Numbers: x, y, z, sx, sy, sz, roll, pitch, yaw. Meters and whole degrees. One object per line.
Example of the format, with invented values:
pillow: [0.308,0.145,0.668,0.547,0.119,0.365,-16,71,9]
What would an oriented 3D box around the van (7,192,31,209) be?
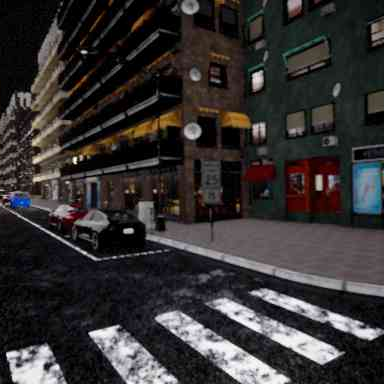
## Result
van: [-18.586,0.863,35.995,1.690,1.788,3.998,0,1,-33]

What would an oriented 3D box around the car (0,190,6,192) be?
car: [-33.932,0.613,59.240,2.192,1.841,5.009,0,1,-33]

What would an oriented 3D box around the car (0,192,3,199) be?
car: [-25.144,1.053,41.249,2.033,1.411,5.357,-1,1,-34]

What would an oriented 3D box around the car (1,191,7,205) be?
car: [-24.724,0.977,45.294,1.887,1.381,4.507,0,1,-33]

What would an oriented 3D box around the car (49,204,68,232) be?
car: [-6.308,1.285,17.399,1.802,1.307,4.206,0,1,-33]

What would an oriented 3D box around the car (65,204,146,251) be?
car: [-3.240,1.314,12.750,1.947,1.339,4.313,0,1,-33]
